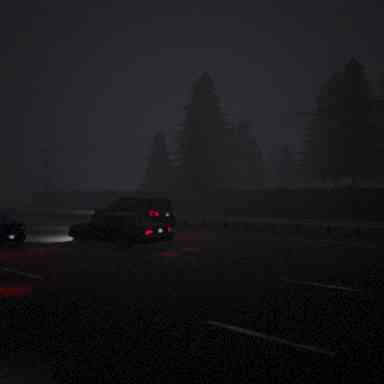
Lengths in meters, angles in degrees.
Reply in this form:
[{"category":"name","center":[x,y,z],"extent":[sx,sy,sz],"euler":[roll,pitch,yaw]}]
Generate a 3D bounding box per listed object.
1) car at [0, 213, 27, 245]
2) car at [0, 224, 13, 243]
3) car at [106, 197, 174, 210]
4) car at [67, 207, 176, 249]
[{"category":"car","center":[-9.165,1.628,14.797],"extent":[4.674,1.442,1.812],"euler":[0,0,36]},{"category":"car","center":[-7.369,1.620,9.181],"extent":[5.357,1.411,2.033],"euler":[0,0,36]},{"category":"car","center":[-3.484,1.313,19.330],"extent":[5.566,2.045,2.150],"euler":[0,0,36]},{"category":"car","center":[-3.305,1.620,14.880],"extent":[5.357,1.411,2.033],"euler":[0,0,36]}]
